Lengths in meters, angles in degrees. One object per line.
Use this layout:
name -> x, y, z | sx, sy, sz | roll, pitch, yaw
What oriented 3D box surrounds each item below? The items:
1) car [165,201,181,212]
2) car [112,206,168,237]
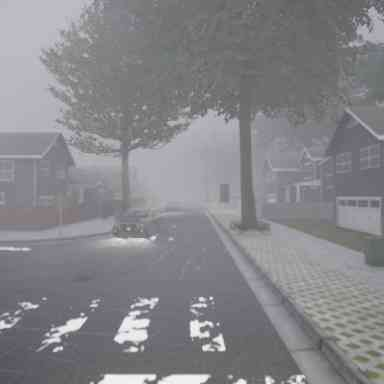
car -> -2.508, 1.857, 43.613 | 1.895, 1.301, 4.718 | 0, 0, 0
car -> -2.971, 1.712, 19.041 | 1.994, 1.385, 4.181 | 0, 0, 8
